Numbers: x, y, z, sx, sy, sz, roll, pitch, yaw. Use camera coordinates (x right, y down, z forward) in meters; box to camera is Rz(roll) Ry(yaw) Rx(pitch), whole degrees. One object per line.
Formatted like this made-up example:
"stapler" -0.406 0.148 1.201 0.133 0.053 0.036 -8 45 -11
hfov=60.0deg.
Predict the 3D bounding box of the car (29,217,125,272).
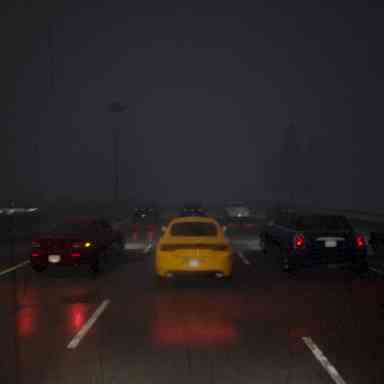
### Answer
"car" -3.429 1.520 10.630 1.812 1.442 4.674 0 -1 0

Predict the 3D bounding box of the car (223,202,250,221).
"car" 3.582 1.508 27.224 1.812 1.442 4.674 0 0 0

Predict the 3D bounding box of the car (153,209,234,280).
"car" 0.067 1.472 9.950 1.882 1.535 5.008 0 0 0

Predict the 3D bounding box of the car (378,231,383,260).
"car" 7.064 1.595 9.488 1.895 1.301 4.718 0 0 0

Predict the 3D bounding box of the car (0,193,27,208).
"car" -24.927 1.191 46.773 2.150 2.045 5.566 0 0 -4

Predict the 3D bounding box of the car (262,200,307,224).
"car" 7.078 1.476 26.018 2.128 1.511 4.902 0 0 0

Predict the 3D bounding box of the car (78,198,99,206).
"car" -14.374 1.517 46.591 2.033 1.411 5.357 0 0 -3

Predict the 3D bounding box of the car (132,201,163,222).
"car" -3.422 1.476 26.021 2.128 1.511 4.902 0 0 0

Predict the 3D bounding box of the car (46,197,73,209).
"car" -17.888 1.448 45.830 1.882 1.535 5.008 0 0 -3

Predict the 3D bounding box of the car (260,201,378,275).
"car" 3.570 1.344 10.642 2.097 1.767 4.553 0 0 0

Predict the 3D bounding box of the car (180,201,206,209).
"car" 0.077 1.476 26.013 2.128 1.511 4.902 0 0 0

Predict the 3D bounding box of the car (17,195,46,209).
"car" -21.356 1.475 45.175 1.837 1.490 4.892 0 0 -3
